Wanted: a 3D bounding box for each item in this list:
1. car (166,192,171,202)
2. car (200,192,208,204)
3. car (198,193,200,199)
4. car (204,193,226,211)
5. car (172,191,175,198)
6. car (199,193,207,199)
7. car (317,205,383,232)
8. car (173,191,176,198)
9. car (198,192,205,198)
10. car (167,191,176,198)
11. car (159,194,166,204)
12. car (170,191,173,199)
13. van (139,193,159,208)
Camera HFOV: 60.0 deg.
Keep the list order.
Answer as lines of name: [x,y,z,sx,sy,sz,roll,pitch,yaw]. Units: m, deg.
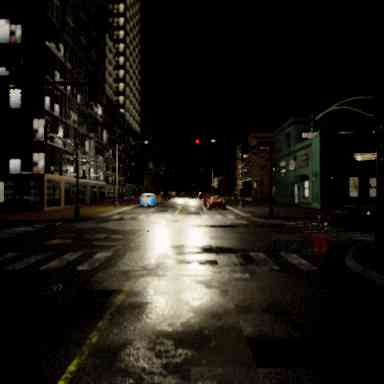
car: [-5.679,1.167,65.452,1.802,1.307,4.206,1,0,0]
car: [2.706,1.008,48.468,2.192,1.841,5.009,1,0,0]
car: [2.705,0.863,71.164,2.192,1.841,5.009,1,0,0]
car: [2.704,1.206,37.121,1.967,1.590,4.097,1,0,0]
car: [-5.680,1.078,76.800,1.947,1.339,4.313,1,0,0]
car: [2.700,1.041,82.513,1.947,1.339,4.313,1,0,0]
car: [9.317,1.364,17.720,4.718,1.301,1.895,-1,-1,0]
car: [-5.679,0.990,88.148,2.008,1.369,4.403,1,0,0]
car: [2.702,0.842,93.860,1.967,1.590,4.097,1,0,0]
car: [-5.675,0.718,93.820,2.192,1.841,5.009,1,0,0]
car: [-5.678,1.184,53.934,1.752,1.417,4.829,1,0,0]
car: [-5.679,1.115,71.126,1.947,1.339,4.313,1,0,0]
van: [-5.675,1.071,42.755,1.690,1.788,3.998,1,0,0]
